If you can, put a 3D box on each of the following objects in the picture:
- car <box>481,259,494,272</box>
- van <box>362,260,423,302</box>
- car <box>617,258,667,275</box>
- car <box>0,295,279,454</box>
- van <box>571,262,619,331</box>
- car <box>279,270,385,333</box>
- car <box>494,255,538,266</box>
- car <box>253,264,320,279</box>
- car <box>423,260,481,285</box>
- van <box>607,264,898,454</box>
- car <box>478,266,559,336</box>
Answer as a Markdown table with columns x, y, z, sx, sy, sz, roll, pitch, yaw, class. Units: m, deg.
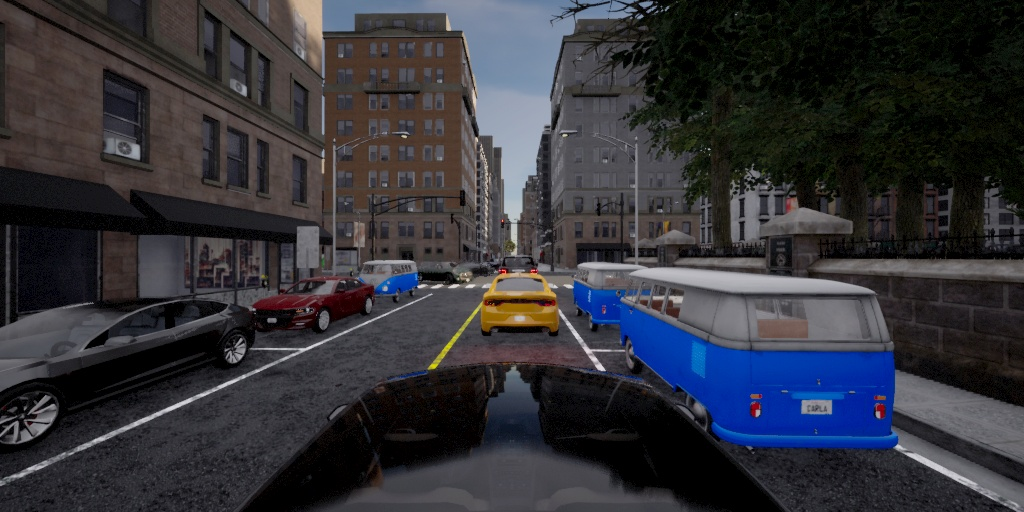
| x | y | z | sx | sy | sz | roll | pitch | yaw | class |
| --- | --- | --- | --- | --- | --- | --- | --- | --- | --- |
| -3.979 | 1.261 | 34.893 | 4.674 | 1.442 | 1.812 | 0 | 1 | -33 | car |
| -5.584 | 1.087 | 16.477 | 1.690 | 1.789 | 3.998 | 0 | 0 | 1 | van |
| 13.851 | 1.093 | 38.367 | 4.553 | 1.767 | 2.097 | 0 | 0 | 0 | car |
| -5.809 | 1.315 | 5.159 | 1.948 | 1.339 | 4.313 | 0 | 0 | 1 | car |
| 2.827 | 1.089 | 10.658 | 1.690 | 1.789 | 3.998 | 0 | 0 | 1 | van |
| -5.697 | 1.294 | 10.818 | 1.888 | 1.381 | 4.507 | 0 | 0 | 1 | car |
| 0.328 | 0.965 | 20.361 | 2.150 | 2.045 | 5.566 | 0 | 0 | 0 | car |
| -19.955 | 1.346 | 31.884 | 4.718 | 1.301 | 1.895 | 0 | 0 | 0 | car |
| -4.851 | 1.077 | 25.762 | 4.553 | 1.767 | 2.097 | 0 | 1 | 34 | car |
| 2.714 | 1.090 | 5.001 | 1.690 | 1.789 | 3.998 | 0 | 0 | 1 | van |
| 0.224 | 1.226 | 10.405 | 1.882 | 1.535 | 5.008 | 0 | 0 | 1 | car |
